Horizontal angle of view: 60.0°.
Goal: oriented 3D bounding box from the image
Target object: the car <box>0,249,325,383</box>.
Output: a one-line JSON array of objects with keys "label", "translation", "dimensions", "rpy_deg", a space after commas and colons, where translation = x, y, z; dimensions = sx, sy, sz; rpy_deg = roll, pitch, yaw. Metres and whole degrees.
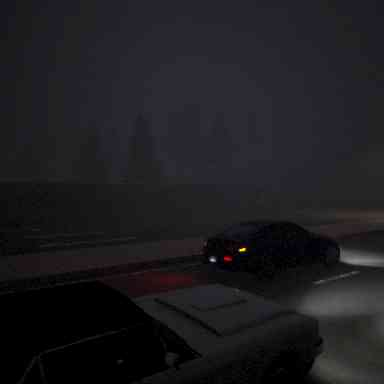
[{"label": "car", "translation": [-0.843, 1.601, 3.150], "dimensions": [4.718, 1.301, 1.895], "rpy_deg": [0, 0, -35]}]

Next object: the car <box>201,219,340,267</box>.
[{"label": "car", "translation": [2.393, 1.526, 9.754], "dimensions": [4.674, 1.442, 1.812], "rpy_deg": [0, 0, -36]}]
